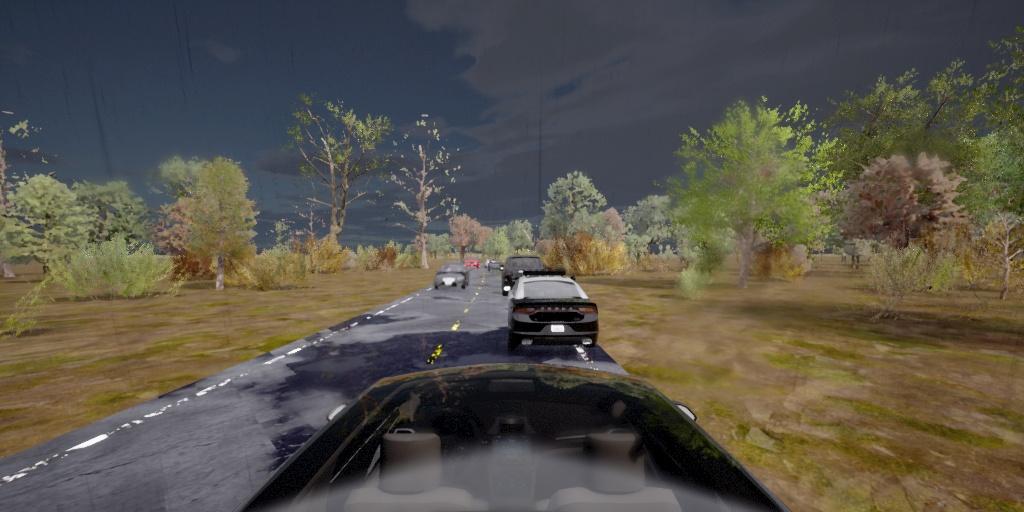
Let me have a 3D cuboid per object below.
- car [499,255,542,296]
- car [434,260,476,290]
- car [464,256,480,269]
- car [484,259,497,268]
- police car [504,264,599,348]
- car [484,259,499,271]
[{"bbox_3d":[0.531,0.972,19.363,2.150,2.045,5.566,0,0,-2],"label":"car"},{"bbox_3d":[-3.633,1.240,22.351,2.128,1.511,4.902,0,0,-3],"label":"car"},{"bbox_3d":[-6.062,0.974,54.468,2.150,2.045,5.566,0,0,-6],"label":"car"},{"bbox_3d":[-3.595,1.278,59.848,1.812,1.442,4.674,0,0,-8],"label":"car"},{"bbox_3d":[0.820,1.174,9.399,1.930,1.638,5.238,0,0,-1],"label":"police car"},{"bbox_3d":[-2.314,1.240,48.050,2.128,1.511,4.902,0,0,-5],"label":"car"}]
